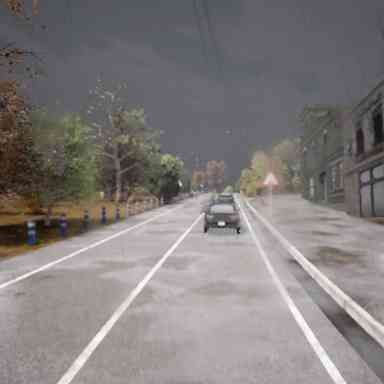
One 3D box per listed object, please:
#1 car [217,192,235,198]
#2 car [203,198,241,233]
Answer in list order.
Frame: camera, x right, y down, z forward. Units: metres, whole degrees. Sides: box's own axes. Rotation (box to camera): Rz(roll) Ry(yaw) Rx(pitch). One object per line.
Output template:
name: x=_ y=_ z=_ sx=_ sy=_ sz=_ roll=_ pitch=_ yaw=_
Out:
car: x=3.959 y=0.761 z=38.874 sx=2.128 sy=1.511 sz=4.902 roll=0 pitch=1 yaw=7
car: x=1.627 y=1.266 z=17.898 sx=1.812 sy=1.442 sz=4.674 roll=0 pitch=1 yaw=6
